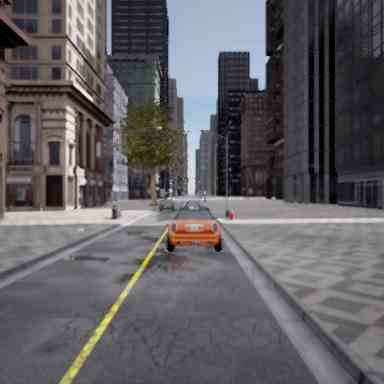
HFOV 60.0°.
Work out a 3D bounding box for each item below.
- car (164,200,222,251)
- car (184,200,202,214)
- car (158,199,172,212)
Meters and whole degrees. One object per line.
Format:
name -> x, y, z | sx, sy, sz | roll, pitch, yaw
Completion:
car -> 0.096, 1.398, 14.562 | 2.097, 1.767, 4.553 | 0, 0, 0
car -> 0.091, 1.700, 38.411 | 1.994, 1.385, 4.181 | 0, 0, 0
car -> -3.010, 1.652, 40.870 | 1.837, 1.490, 4.892 | 0, -1, 0
